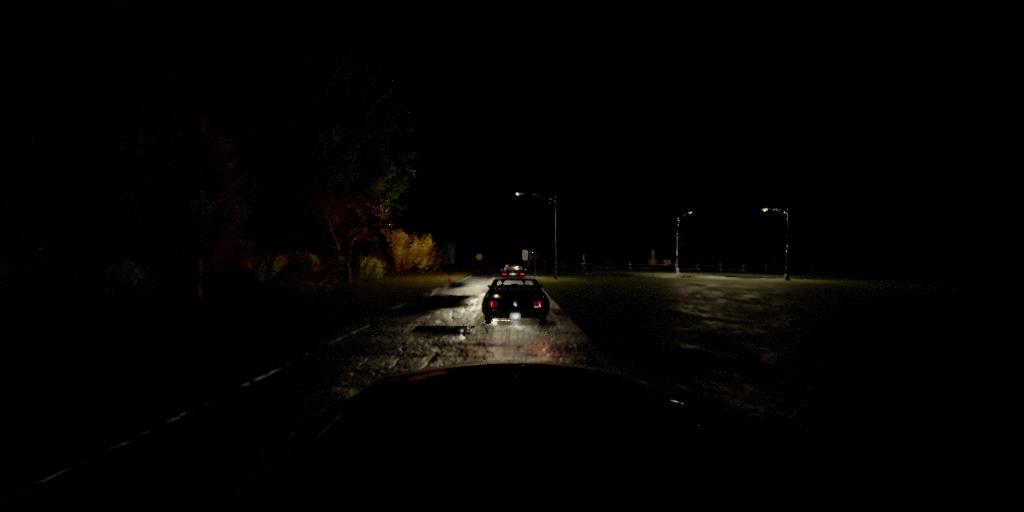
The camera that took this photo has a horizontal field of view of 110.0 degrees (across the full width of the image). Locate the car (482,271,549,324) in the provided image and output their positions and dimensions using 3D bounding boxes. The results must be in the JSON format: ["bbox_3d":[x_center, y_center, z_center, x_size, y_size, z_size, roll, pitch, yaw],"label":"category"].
[{"bbox_3d":[0.100,1.353,12.054,1.895,1.301,4.718,0,0,0],"label":"car"}]

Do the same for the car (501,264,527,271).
[{"bbox_3d":[0.116,1.301,27.010,2.033,1.411,5.357,0,0,1],"label":"car"}]
